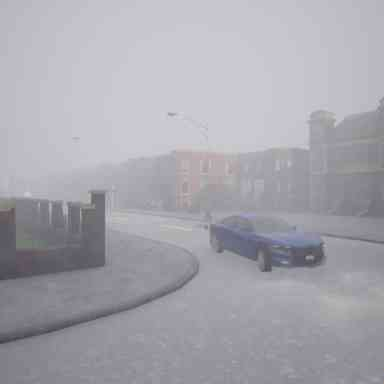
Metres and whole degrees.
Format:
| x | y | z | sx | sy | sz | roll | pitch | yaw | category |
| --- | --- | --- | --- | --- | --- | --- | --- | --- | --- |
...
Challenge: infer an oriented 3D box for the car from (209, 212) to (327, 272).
| x | y | z | sx | sy | sz | roll | pitch | yaw | category |
| --- | --- | --- | --- | --- | --- | --- | --- | --- | --- |
| 2.254 | 1.478 | 11.158 | 1.882 | 1.535 | 5.008 | 1 | -1 | -21 | car |
